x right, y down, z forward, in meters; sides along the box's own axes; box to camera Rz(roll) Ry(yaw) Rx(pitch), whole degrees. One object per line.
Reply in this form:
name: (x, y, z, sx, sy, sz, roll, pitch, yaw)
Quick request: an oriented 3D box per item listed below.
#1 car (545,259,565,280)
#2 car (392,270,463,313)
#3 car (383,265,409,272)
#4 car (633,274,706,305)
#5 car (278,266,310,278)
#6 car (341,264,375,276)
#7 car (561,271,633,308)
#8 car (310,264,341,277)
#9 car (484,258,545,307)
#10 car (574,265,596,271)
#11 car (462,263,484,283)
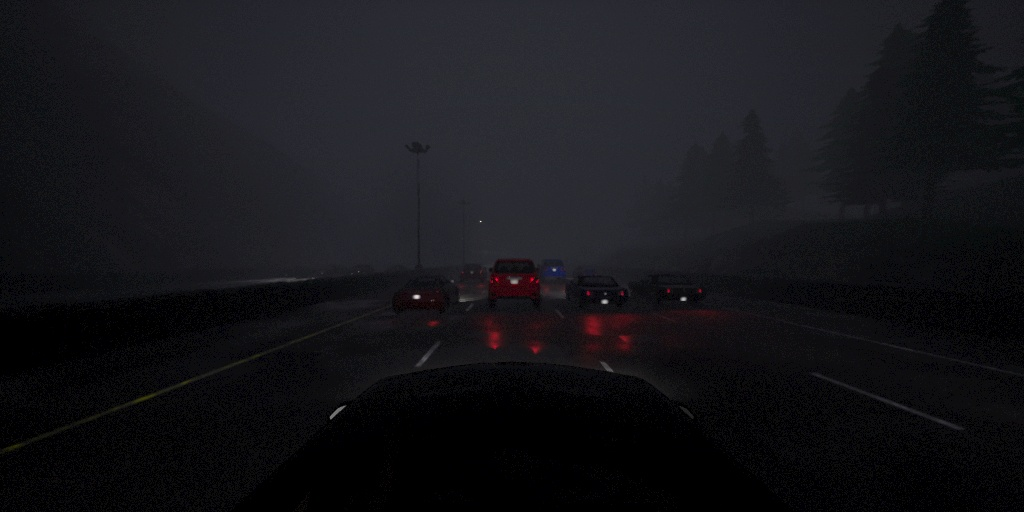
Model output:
car: (3.590, 1.310, 33.038, 2.150, 2.045, 5.566, 0, -1, 0)
car: (-3.404, 1.455, 14.805, 1.994, 1.385, 4.181, 0, -1, 0)
car: (-14.101, 1.754, 43.994, 2.033, 1.411, 5.357, 0, -1, 0)
car: (7.097, 1.517, 17.050, 1.895, 1.301, 4.718, 0, -1, 0)
car: (-24.603, 1.778, 41.265, 1.895, 1.301, 4.718, 0, -1, 0)
car: (-17.599, 1.690, 41.938, 1.837, 1.490, 4.892, 0, -1, 0)
car: (3.597, 1.506, 16.124, 1.895, 1.301, 4.718, 0, -1, 0)
car: (-21.099, 1.680, 42.318, 2.128, 1.511, 4.902, 0, -1, 0)
car: (0.095, 1.132, 16.611, 2.150, 2.045, 5.566, 0, -1, 0)
car: (7.090, 1.633, 34.804, 1.812, 1.442, 4.674, 0, -1, 0)
car: (-3.410, 1.435, 32.581, 2.097, 1.767, 4.553, 0, -1, 0)
